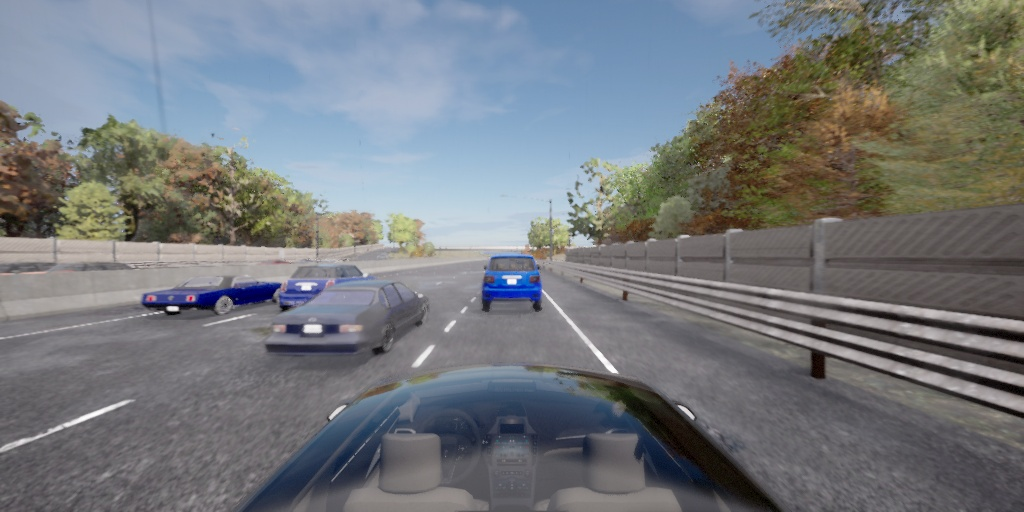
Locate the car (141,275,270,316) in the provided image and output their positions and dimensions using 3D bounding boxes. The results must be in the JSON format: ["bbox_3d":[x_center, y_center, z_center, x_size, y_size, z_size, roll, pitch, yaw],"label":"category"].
[{"bbox_3d":[-10.400,1.327,13.230,1.895,1.301,4.718,0,0,0],"label":"car"}]

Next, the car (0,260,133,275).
[{"bbox_3d":[-21.094,1.071,17.465,2.097,1.767,4.553,0,0,0],"label":"car"}]

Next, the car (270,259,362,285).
[{"bbox_3d":[-6.902,1.077,14.160,2.097,1.767,4.553,0,0,0],"label":"car"}]

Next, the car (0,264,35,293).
[{"bbox_3d":[-28.093,1.210,17.844,2.128,1.511,4.902,0,0,0],"label":"car"}]

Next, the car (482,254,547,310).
[{"bbox_3d":[-0.002,0.947,14.593,2.150,2.045,5.566,0,0,0],"label":"car"}]

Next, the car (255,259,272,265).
[{"bbox_3d":[-31.513,1.181,47.125,1.882,1.535,5.008,0,1,0],"label":"car"}]

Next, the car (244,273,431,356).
[{"bbox_3d":[-3.401,1.283,8.636,2.033,1.411,5.357,0,0,0],"label":"car"}]
